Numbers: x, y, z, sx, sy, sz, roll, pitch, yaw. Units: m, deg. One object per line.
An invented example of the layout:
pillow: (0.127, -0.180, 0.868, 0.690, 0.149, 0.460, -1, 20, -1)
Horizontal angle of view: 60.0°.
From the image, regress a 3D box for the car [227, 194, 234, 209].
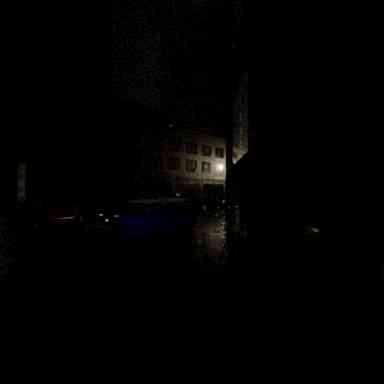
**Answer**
car: (4.903, 0.941, 34.500, 2.097, 1.767, 4.553, 0, 1, 35)

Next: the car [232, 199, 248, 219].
car: (5.071, 1.277, 24.631, 2.008, 1.369, 4.403, 1, 1, 35)

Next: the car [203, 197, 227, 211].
car: (1.385, 1.162, 34.148, 1.947, 1.339, 4.313, 1, 2, 35)

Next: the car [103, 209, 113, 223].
car: (-3.672, 1.316, 22.483, 2.033, 1.411, 5.357, 0, 1, 35)

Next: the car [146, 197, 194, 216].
car: (-1.871, 1.210, 29.579, 1.887, 1.381, 4.507, 1, 2, 35)

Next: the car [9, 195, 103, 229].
car: (-8.380, 1.119, 20.440, 2.192, 1.841, 5.009, 1, 2, 35)

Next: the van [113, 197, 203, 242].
van: (-1.438, 1.206, 15.493, 1.690, 1.788, 3.998, 1, 1, 35)
